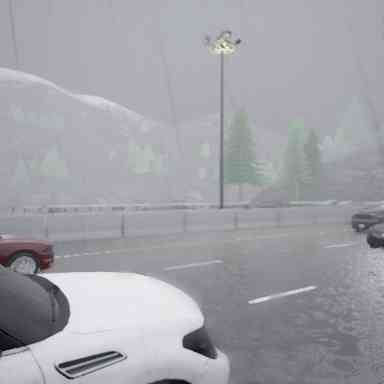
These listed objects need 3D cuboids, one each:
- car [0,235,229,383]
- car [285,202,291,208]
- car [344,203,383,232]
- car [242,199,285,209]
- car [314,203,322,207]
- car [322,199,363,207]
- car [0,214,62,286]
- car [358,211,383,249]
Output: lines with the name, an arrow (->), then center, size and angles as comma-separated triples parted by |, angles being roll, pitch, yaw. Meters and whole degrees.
car -> -2.333, 1.209, 2.045 | 5.566, 2.045, 2.150 | 0, 0, -36
car -> 9.831, 1.531, 41.491 | 5.357, 1.411, 2.033 | 0, 0, -25
car -> 10.912, 1.517, 18.367 | 4.892, 1.490, 1.837 | 0, 0, -28
car -> 7.579, 1.546, 36.499 | 4.181, 1.385, 1.994 | 0, 0, -26
car -> 15.387, 1.532, 36.279 | 4.674, 1.442, 1.812 | 0, 0, -24
car -> 15.342, 1.536, 32.440 | 4.674, 1.442, 1.812 | 0, 0, -24
car -> -5.990, 1.449, 7.989 | 5.008, 1.535, 1.882 | 0, 0, -36
car -> 8.975, 1.576, 13.317 | 4.181, 1.385, 1.994 | 0, 0, -30
